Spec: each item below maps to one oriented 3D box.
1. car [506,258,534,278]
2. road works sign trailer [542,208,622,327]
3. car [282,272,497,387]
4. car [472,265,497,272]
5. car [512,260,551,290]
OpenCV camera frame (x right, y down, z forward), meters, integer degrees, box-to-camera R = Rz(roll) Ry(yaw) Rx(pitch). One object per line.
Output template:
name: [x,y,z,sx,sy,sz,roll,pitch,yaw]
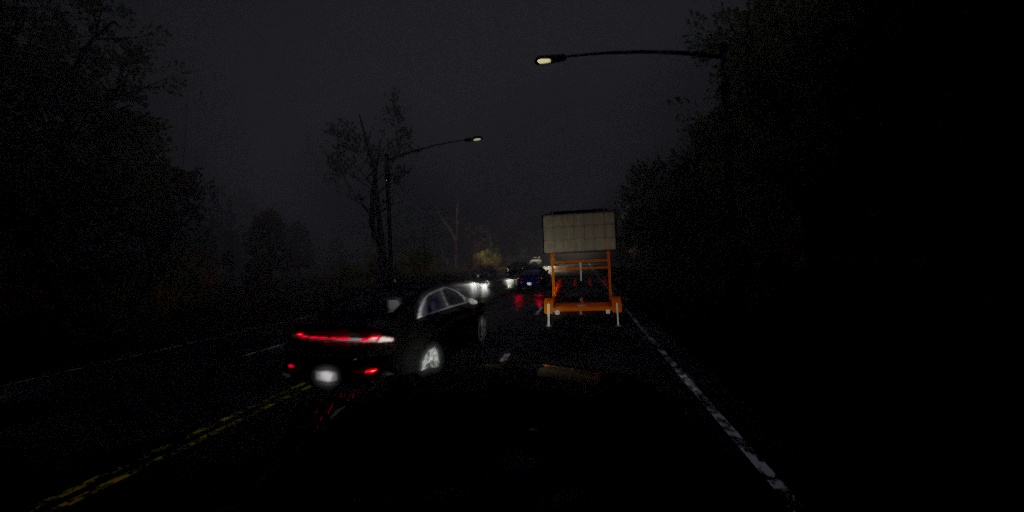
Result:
car: [0.708,1.407,38.768,2.097,1.767,4.553,-3,0,11]
road works sign trailer: [2.352,0.287,11.903,2.380,3.560,2.880,0,0,11]
car: [-1.825,1.244,6.755,2.128,1.511,4.902,0,0,10]
car: [-2.862,1.696,37.377,2.128,1.511,4.902,-3,0,11]
car: [1.497,1.399,24.549,1.812,1.442,4.674,-2,3,11]
